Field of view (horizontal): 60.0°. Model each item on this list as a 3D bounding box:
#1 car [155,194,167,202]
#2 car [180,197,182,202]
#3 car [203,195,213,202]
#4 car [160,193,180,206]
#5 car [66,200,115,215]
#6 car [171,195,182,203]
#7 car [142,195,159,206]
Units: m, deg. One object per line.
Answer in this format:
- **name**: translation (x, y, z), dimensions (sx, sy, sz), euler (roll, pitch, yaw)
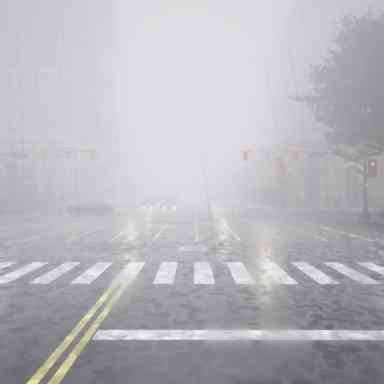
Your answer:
- **car**: translation (-6.860, 1.355, 73.877), dimensions (2.097, 1.767, 4.553), euler (0, 0, 1)
- **car**: translation (-3.514, 1.221, 64.183), dimensions (2.150, 2.045, 5.566), euler (0, 0, 1)
- **car**: translation (3.655, 1.524, 74.967), dimensions (2.128, 1.511, 4.902), euler (0, 0, 1)
- **car**: translation (-3.576, 1.352, 54.974), dimensions (2.097, 1.767, 4.553), euler (0, 0, 0)
- **car**: translation (-10.022, 1.525, 32.983), dimensions (4.674, 1.442, 1.812), euler (0, 0, 0)
- **car**: translation (-3.355, 1.525, 74.406), dimensions (2.128, 1.511, 4.902), euler (0, 0, 1)
- **car**: translation (-7.075, 1.564, 55.322), dimensions (1.994, 1.385, 4.181), euler (0, 0, 0)
